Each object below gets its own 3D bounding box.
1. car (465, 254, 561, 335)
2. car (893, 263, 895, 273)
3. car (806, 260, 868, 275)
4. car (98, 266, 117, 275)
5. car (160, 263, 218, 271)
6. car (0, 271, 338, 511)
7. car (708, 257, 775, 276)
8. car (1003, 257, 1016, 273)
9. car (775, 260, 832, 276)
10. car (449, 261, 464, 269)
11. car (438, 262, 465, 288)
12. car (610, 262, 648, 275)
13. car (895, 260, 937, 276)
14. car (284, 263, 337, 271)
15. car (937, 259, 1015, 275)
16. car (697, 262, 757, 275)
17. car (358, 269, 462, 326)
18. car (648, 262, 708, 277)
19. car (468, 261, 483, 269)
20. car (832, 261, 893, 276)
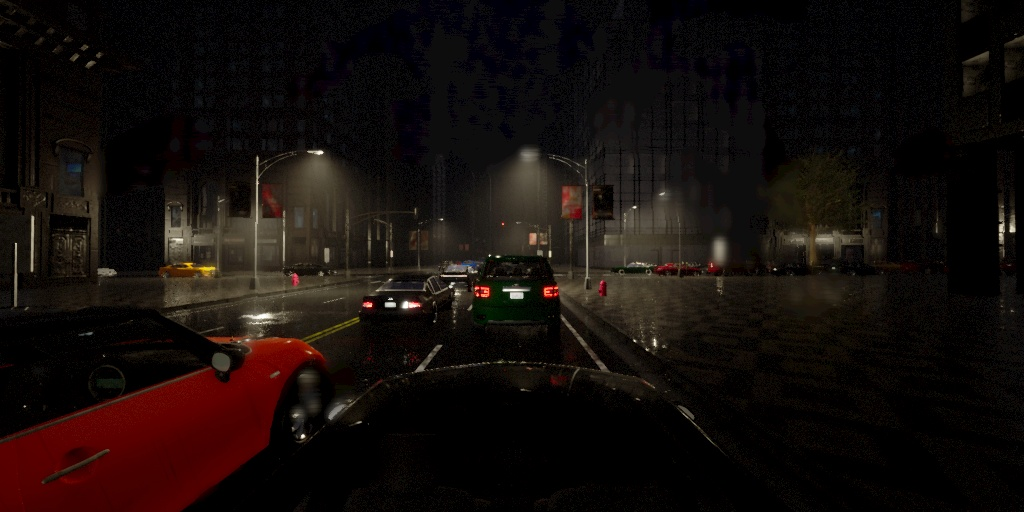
[{"bbox_3d":[0.114,0.979,10.641,2.150,2.045,5.566,0,0,0],"label":"car"},{"bbox_3d":[43.273,1.295,42.256,4.829,1.417,1.751,0,0,-1],"label":"car"},{"bbox_3d":[35.576,1.246,39.385,4.902,1.511,2.128,0,-1,-1],"label":"car"},{"bbox_3d":[-42.074,1.542,35.482,4.674,1.442,1.812,0,-1,0],"label":"car"},{"bbox_3d":[-31.840,1.447,35.455,5.008,1.535,1.882,0,-1,0],"label":"car"},{"bbox_3d":[-3.146,1.102,2.313,2.097,1.767,4.553,0,0,0],"label":"car"},{"bbox_3d":[21.005,1.041,33.421,5.009,1.841,2.192,0,0,-1],"label":"car"},{"bbox_3d":[49.195,0.972,33.814,5.009,1.841,2.192,0,0,-1],"label":"car"},{"bbox_3d":[26.642,1.275,33.499,4.313,1.339,1.948,0,0,-1],"label":"car"},{"bbox_3d":[-9.718,1.571,63.188,1.812,1.442,4.674,0,0,1],"label":"car"},{"bbox_3d":[-3.123,1.280,21.462,2.128,1.511,4.902,0,0,0],"label":"car"},{"bbox_3d":[13.210,1.422,39.088,4.718,1.301,1.895,0,-1,0],"label":"car"},{"bbox_3d":[42.567,1.179,36.352,5.008,1.535,1.882,0,-1,0],"label":"car"},{"bbox_3d":[-19.848,1.422,35.429,4.892,1.490,1.837,-1,-1,0],"label":"car"},{"bbox_3d":[43.556,1.213,33.735,4.507,1.381,1.888,0,0,-1],"label":"car"},{"bbox_3d":[23.459,1.334,39.235,5.357,1.411,2.033,0,-1,-1],"label":"car"},{"bbox_3d":[-3.121,1.307,11.725,2.033,1.411,5.357,0,0,0],"label":"car"},{"bbox_3d":[15.366,1.327,33.342,4.207,1.307,1.802,0,0,-1],"label":"car"},{"bbox_3d":[-6.458,1.599,64.043,2.033,1.411,5.357,0,0,1],"label":"car"},{"bbox_3d":[32.280,1.259,33.578,4.313,1.339,1.948,0,0,-1],"label":"car"}]
